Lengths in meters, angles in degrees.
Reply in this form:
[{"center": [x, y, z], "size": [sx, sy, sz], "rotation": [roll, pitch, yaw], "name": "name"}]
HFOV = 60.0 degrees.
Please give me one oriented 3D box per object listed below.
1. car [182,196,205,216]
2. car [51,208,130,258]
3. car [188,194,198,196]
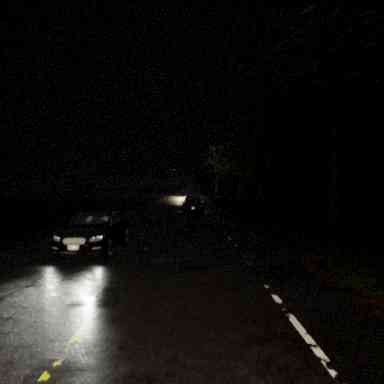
[{"center": [0.095, 1.309, 29.877], "size": [1.994, 1.385, 4.181], "rotation": [0, 1, 0], "name": "car"}, {"center": [-3.589, 1.403, 12.523], "size": [2.128, 1.511, 4.902], "rotation": [0, 0, 0], "name": "car"}, {"center": [0.090, 1.061, 44.311], "size": [2.128, 1.511, 4.902], "rotation": [0, 1, 0], "name": "car"}]
